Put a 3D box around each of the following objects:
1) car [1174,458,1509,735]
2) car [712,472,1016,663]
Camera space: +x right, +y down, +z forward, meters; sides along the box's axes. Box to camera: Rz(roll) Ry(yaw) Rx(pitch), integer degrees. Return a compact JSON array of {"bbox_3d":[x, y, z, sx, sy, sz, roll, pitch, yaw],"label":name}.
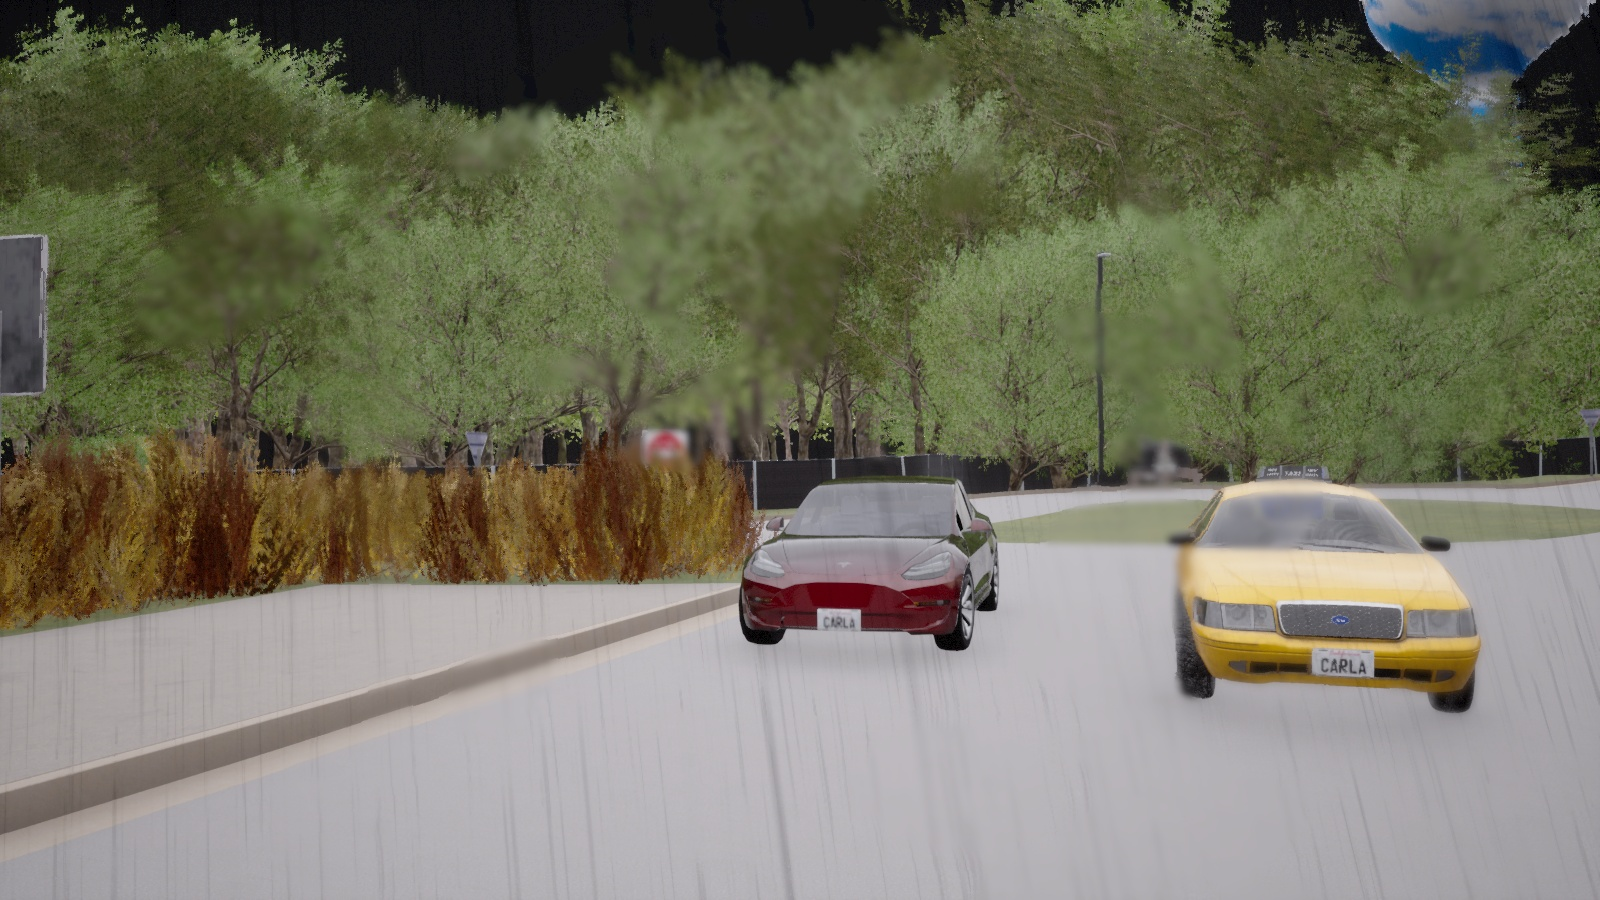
[{"bbox_3d":[3.950,0.863,10.039,1.801,1.575,5.366,0,0,16],"label":"car"},{"bbox_3d":[0.887,0.986,12.515,2.163,1.488,4.792,-1,-1,13],"label":"car"}]
